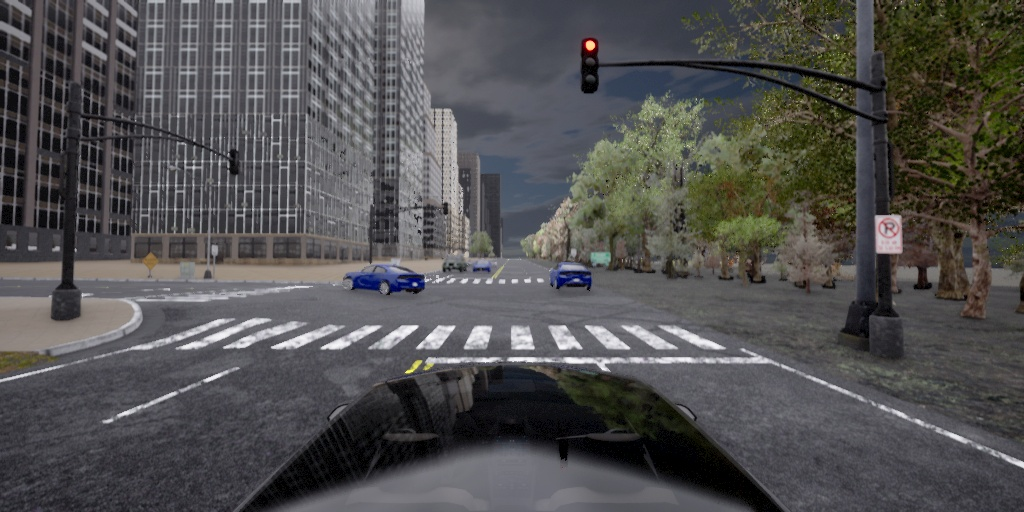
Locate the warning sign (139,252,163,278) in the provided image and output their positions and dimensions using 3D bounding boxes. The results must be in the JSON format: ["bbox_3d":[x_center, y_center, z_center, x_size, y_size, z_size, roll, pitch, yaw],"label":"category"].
[{"bbox_3d":[-26.156,0.665,25.897,1.060,1.860,1.300,0,0,-4],"label":"warning sign"}]

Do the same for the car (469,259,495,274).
[{"bbox_3d":[-3.335,1.143,40.559,1.882,1.535,5.008,0,1,0],"label":"car"}]

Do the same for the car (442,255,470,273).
[{"bbox_3d":[-6.589,0.885,41.632,2.150,2.045,5.566,0,0,0],"label":"car"}]

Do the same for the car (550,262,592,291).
[{"bbox_3d":[3.368,1.140,21.187,1.882,1.535,5.008,1,0,0],"label":"car"}]

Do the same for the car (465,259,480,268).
[{"bbox_3d":[-6.556,1.225,59.516,1.895,1.301,4.718,0,0,0],"label":"car"}]

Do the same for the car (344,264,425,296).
[{"bbox_3d":[-6.755,1.167,18.747,5.008,1.535,1.882,2,-2,34],"label":"car"}]

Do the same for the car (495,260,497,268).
[{"bbox_3d":[-3.321,1.231,56.359,1.895,1.301,4.718,0,0,0],"label":"car"}]
